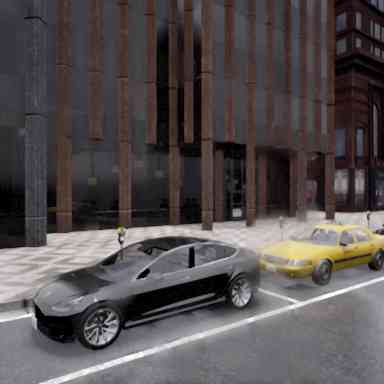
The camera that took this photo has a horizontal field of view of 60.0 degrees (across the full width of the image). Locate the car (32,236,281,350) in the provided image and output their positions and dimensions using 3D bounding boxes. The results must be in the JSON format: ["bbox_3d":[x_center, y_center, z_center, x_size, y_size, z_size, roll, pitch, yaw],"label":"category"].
[{"bbox_3d":[-0.581,1.564,6.232,4.313,1.339,1.947,0,0,-35],"label":"car"}]

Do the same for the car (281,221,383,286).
[{"bbox_3d":[3.872,1.520,9.402,4.829,1.417,1.752,0,0,-35],"label":"car"}]
